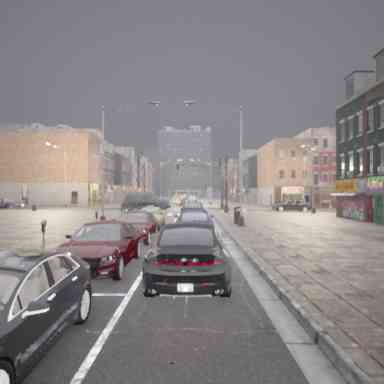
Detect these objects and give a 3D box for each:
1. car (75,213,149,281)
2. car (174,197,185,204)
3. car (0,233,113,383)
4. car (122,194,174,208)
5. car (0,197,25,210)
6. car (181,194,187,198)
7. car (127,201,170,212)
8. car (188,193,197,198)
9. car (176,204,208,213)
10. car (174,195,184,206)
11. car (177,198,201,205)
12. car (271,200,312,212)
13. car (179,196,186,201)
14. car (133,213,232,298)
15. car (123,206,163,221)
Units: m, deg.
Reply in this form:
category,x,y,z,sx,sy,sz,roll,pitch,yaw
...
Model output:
category,x,y,z,sx,sy,sz,roll,pitch,yaw
car,-2.620,1.546,9.907,1.887,1.381,4.507,0,0,0
car,-2.544,1.668,69.185,2.008,1.369,4.403,0,0,0
car,-2.627,1.551,4.413,2.008,1.369,4.403,0,0,0
car,-5.174,1.223,38.037,5.566,2.045,2.150,0,0,0
car,-21.728,1.373,37.974,4.902,1.511,2.128,0,0,0
car,-2.557,1.399,58.297,2.192,1.841,5.009,0,0,0
car,-2.606,1.536,20.725,1.752,1.417,4.829,0,0,0
car,0.109,1.382,82.963,2.150,2.045,5.566,0,0,0
car,0.114,1.531,16.003,1.812,1.442,4.674,0,0,0
car,-2.565,1.595,52.683,1.752,1.417,4.829,0,0,0
car,0.057,1.495,26.272,1.882,1.535,5.008,0,0,0
car,12.258,1.700,41.056,4.892,1.490,1.837,1,0,0
car,-2.516,1.739,90.961,1.887,1.381,4.507,0,0,0
car,-0.066,1.506,8.514,1.837,1.490,4.892,0,0,1
car,-2.613,1.550,15.402,1.887,1.381,4.507,0,0,0
